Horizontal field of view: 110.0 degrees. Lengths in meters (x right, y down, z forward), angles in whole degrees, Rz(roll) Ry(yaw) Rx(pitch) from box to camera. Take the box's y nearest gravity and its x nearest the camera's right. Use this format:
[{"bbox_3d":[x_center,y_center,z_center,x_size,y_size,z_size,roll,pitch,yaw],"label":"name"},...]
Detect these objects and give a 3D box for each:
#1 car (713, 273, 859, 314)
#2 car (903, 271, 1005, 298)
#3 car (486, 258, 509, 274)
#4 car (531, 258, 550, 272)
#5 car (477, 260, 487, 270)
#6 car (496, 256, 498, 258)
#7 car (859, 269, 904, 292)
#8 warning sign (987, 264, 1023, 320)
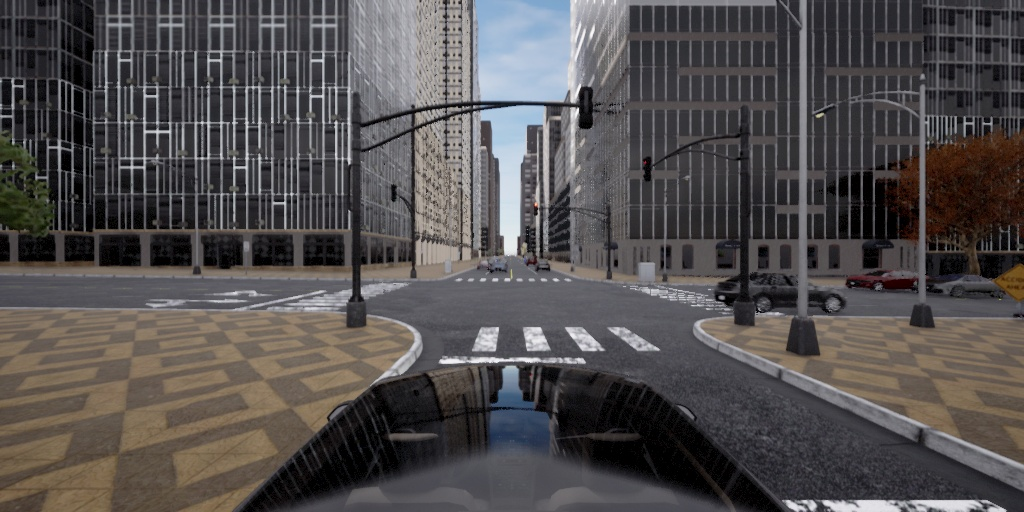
[{"bbox_3d":[10.789,1.463,14.527,4.892,1.490,1.837,1,-1,-5],"label":"car"},{"bbox_3d":[27.430,1.810,22.136,4.181,1.385,1.994,1,0,-3],"label":"car"},{"bbox_3d":[-1.532,1.286,41.070,1.994,1.385,4.181,0,0,0],"label":"car"},{"bbox_3d":[3.903,1.281,45.996,1.948,1.339,4.313,0,0,0],"label":"car"},{"bbox_3d":[-4.053,1.289,51.484,1.802,1.307,4.207,0,0,0],"label":"car"},{"bbox_3d":[-1.591,1.200,59.285,1.837,1.490,4.892,0,0,0],"label":"car"},{"bbox_3d":[26.476,1.702,25.345,5.008,1.535,1.882,1,0,-3],"label":"car"},{"bbox_3d":[17.269,1.193,12.201,1.060,1.860,1.300,0,0,-3],"label":"warning sign"}]
